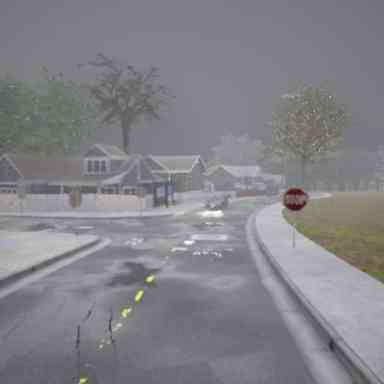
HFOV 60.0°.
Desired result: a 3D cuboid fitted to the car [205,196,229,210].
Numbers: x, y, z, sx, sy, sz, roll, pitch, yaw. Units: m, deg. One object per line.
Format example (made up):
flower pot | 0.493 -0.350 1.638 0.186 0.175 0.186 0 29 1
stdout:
car | 2.741 1.161 35.806 2.128 1.511 4.902 1 2 17
